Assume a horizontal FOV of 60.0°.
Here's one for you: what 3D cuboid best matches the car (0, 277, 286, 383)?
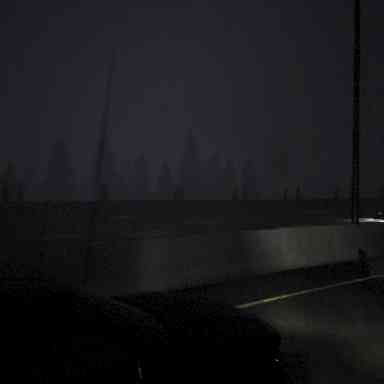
[{"bbox_3d":[-1.396,1.464,2.544,5.008,1.535,1.882,0,0,-35],"label":"car"}]

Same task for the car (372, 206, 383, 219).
[{"bbox_3d":[16.972,1.537,27.321,4.181,1.385,1.994,0,0,-18],"label":"car"}]
